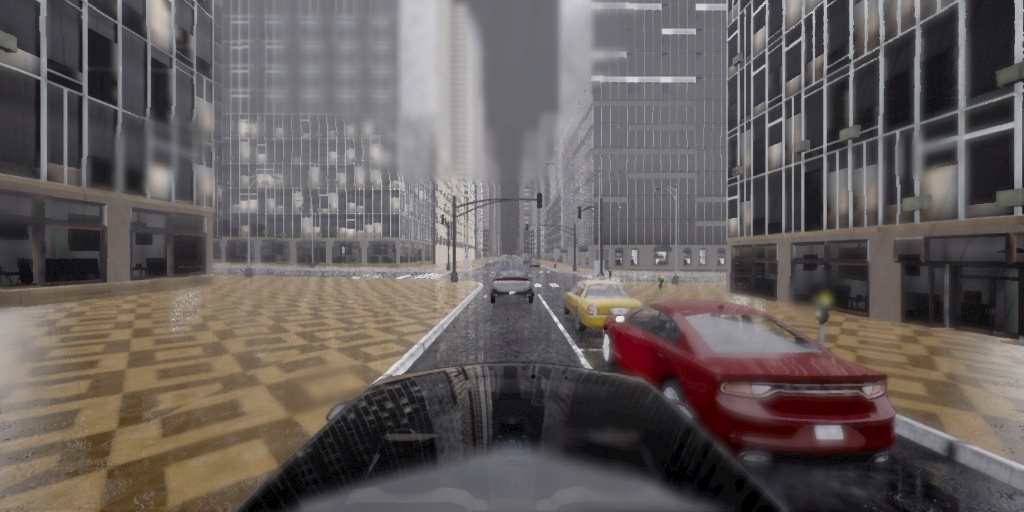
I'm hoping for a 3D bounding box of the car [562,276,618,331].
[{"bbox_3d":[2.565,1.273,10.841,1.751,1.417,4.829,0,0,0],"label":"car"}]

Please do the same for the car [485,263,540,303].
[{"bbox_3d":[0.000,1.244,16.500,2.128,1.511,4.902,0,0,0],"label":"car"}]

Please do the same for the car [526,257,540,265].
[{"bbox_3d":[3.870,1.326,61.775,1.948,1.339,4.313,0,0,0],"label":"car"}]

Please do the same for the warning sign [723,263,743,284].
[{"bbox_3d":[17.262,1.202,27.990,1.060,1.860,1.300,0,0,-3],"label":"warning sign"}]

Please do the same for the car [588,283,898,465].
[{"bbox_3d":[2.565,1.293,5.119,1.888,1.381,4.507,0,0,0],"label":"car"}]
